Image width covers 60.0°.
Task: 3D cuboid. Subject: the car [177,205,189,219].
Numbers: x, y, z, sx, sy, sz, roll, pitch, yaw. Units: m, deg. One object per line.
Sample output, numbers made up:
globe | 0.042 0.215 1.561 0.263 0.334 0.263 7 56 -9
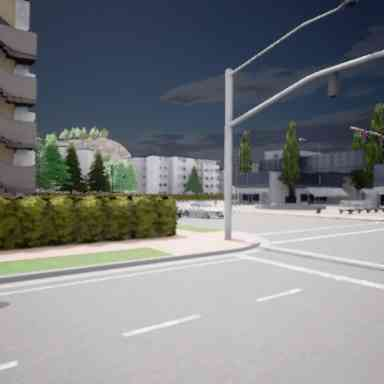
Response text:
car | -2.868 1.666 30.060 2.033 1.411 5.357 1 0 -36

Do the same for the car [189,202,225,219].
car | 1.033 1.673 30.715 1.812 1.442 4.674 1 0 -36
